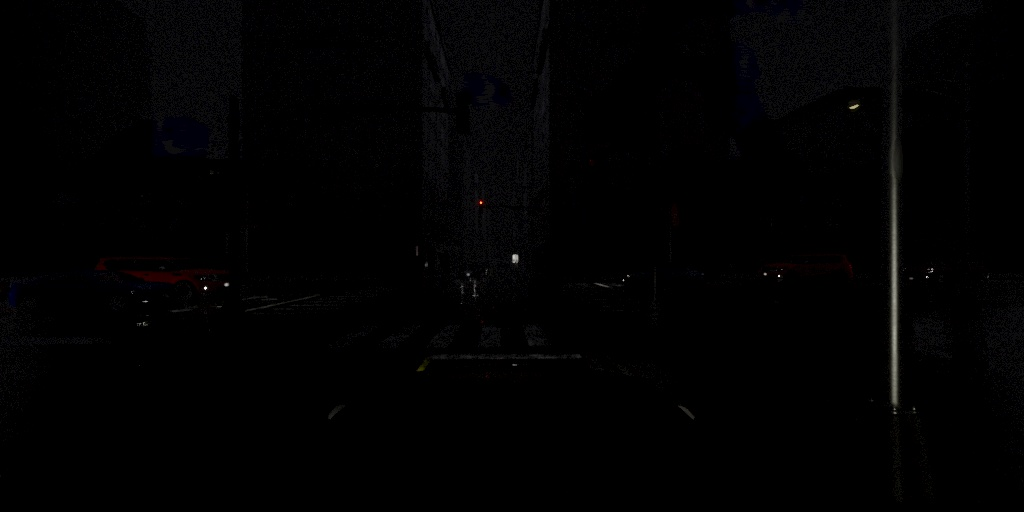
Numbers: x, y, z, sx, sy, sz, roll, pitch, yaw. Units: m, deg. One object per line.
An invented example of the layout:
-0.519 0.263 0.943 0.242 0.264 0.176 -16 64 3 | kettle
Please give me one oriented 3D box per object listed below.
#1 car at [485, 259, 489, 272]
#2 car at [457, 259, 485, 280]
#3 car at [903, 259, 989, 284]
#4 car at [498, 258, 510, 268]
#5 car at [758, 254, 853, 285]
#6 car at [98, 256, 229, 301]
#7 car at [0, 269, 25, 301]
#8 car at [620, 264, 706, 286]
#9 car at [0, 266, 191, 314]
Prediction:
-4.118 1.278 43.549 1.837 1.490 4.892 0 0 -2 | car
-3.668 1.253 31.314 2.128 1.511 4.902 0 0 -3 | car
30.086 0.981 25.070 4.553 1.767 2.097 0 0 -2 | car
-1.462 1.359 63.364 1.994 1.385 4.181 0 0 -2 | car
20.193 0.883 24.778 5.566 2.045 2.150 0 0 -2 | car
-16.343 1.027 16.968 5.566 2.045 2.150 0 0 -2 | car
-26.265 1.368 16.663 4.674 1.442 1.812 0 0 -1 | car
10.235 1.243 24.477 5.357 1.411 2.033 0 0 -2 | car
-15.784 1.281 13.733 5.008 1.535 1.882 0 0 -2 | car
